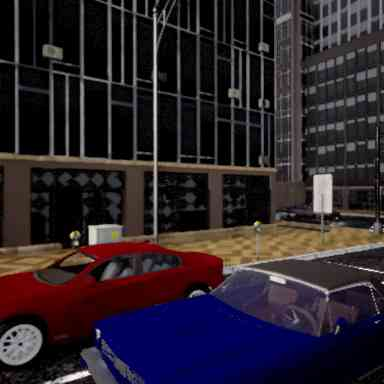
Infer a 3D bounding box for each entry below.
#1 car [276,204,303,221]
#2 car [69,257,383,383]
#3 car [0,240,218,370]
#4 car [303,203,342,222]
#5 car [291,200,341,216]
[{"bbox_3d":[7.181,1.746,29.584,2.008,1.369,4.403,0,0,-35],"label":"car"},{"bbox_3d":[1.165,1.642,4.205,4.718,1.301,1.895,1,-1,-35],"label":"car"},{"bbox_3d":[-1.448,1.570,5.700,4.507,1.381,1.887,1,-1,-35],"label":"car"},{"bbox_3d":[10.371,1.750,29.460,2.033,1.411,5.357,0,1,-35],"label":"car"},{"bbox_3d":[13.169,1.677,35.543,1.752,1.417,4.829,0,0,-35],"label":"car"}]
